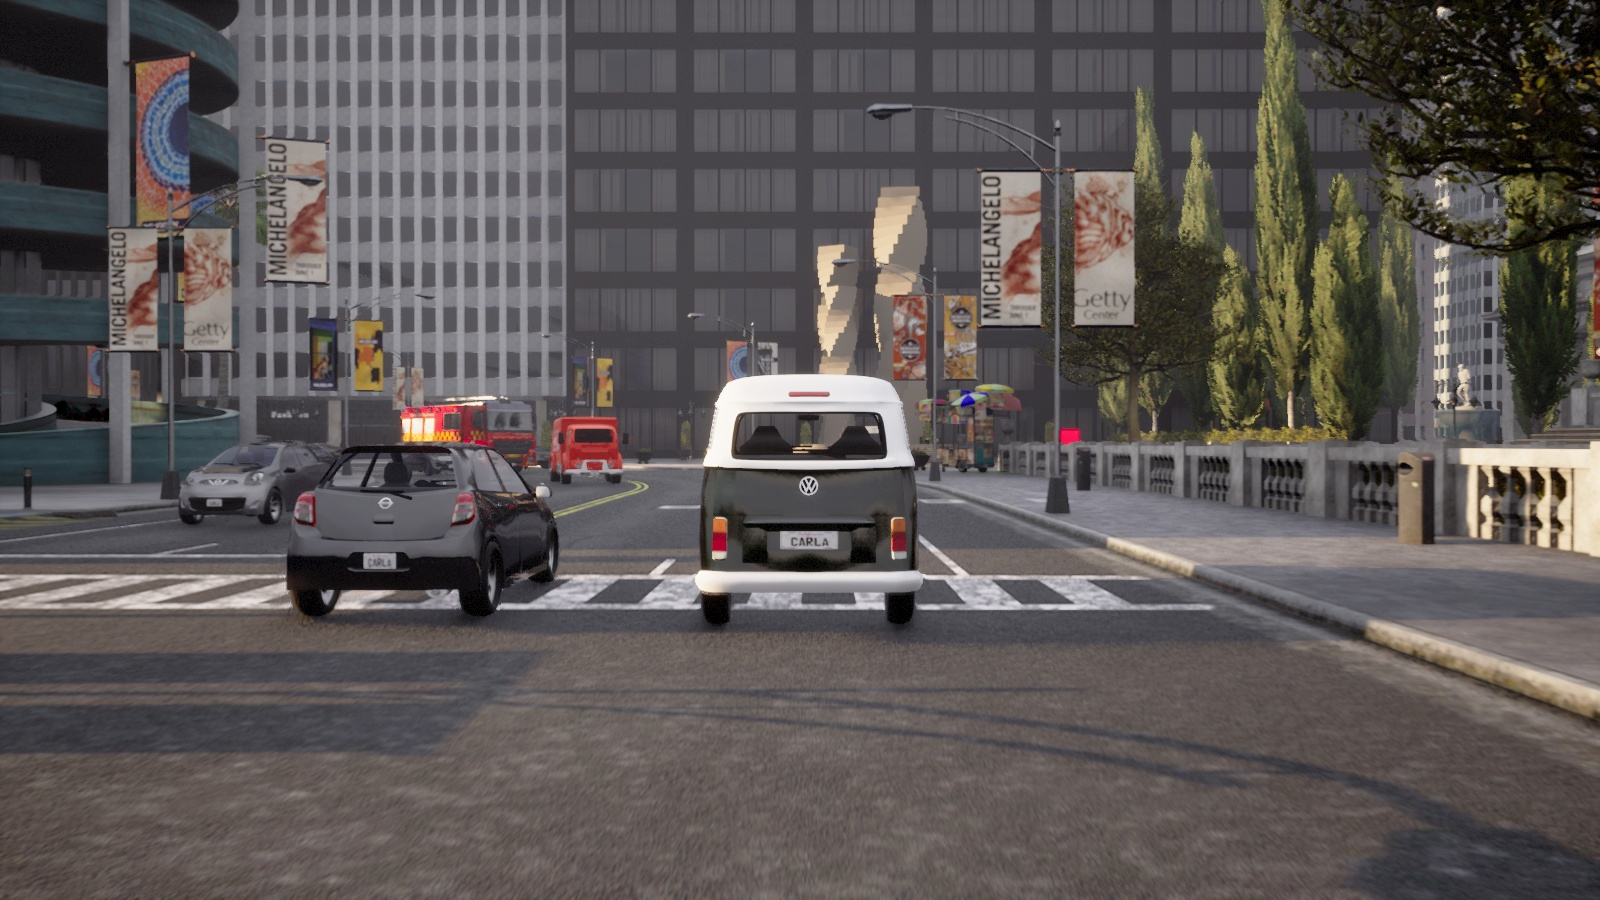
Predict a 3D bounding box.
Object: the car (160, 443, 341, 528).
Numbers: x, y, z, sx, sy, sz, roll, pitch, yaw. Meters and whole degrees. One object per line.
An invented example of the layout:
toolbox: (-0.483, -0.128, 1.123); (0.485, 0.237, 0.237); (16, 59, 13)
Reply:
car: (-10.354, 0.617, 23.954); (1.845, 1.501, 3.633); (0, 0, 0)

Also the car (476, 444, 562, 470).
car: (-16.276, 0.372, 72.495); (5.357, 1.411, 2.033); (0, 0, 41)

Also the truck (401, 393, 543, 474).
truck: (-16.615, -0.788, 63.191); (8.468, 3.827, 2.891); (0, 0, 44)

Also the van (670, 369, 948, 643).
van: (0.081, 0.405, 11.586); (2.069, 2.038, 4.480); (0, 0, 0)

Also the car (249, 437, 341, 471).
car: (-27.017, 0.205, 67.173); (4.553, 1.767, 2.097); (0, 0, 28)

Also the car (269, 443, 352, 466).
car: (-31.401, 0.272, 80.553); (4.892, 1.490, 1.837); (0, 0, 19)

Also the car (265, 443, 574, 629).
car: (-3.417, 0.690, 12.019); (1.845, 1.501, 3.633); (0, 0, 0)

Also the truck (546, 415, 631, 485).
truck: (-7.973, -0.011, 46.933); (2.627, 2.467, 5.204); (0, 0, -15)
